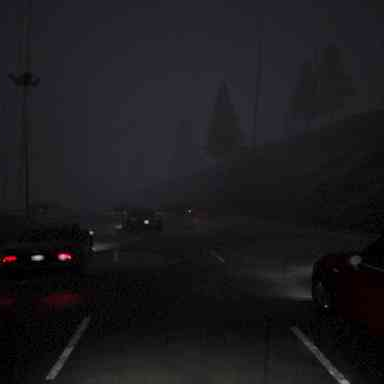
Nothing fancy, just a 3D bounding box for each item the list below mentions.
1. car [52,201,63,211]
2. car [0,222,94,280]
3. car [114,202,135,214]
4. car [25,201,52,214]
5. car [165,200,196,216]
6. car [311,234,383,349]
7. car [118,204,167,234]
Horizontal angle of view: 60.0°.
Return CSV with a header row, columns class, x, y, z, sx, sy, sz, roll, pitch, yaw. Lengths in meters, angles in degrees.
class,x,y,z,sx,sy,sz,roll,pitch,yaw
car,-20.356,1.999,48.394,2.128,1.511,4.902,-1,0,-39
car,-4.243,1.656,10.478,2.033,1.411,5.357,-1,0,-12
car,-7.251,1.786,37.161,1.994,1.385,4.181,-1,0,-33
car,-19.623,1.985,41.871,1.837,1.490,4.892,0,-1,-38
car,-1.372,1.603,34.142,1.837,1.490,4.892,0,-1,-28
car,3.420,1.295,4.609,2.097,1.767,4.553,-1,0,-3
car,-3.177,1.671,20.515,1.994,1.385,4.181,-1,0,-19
